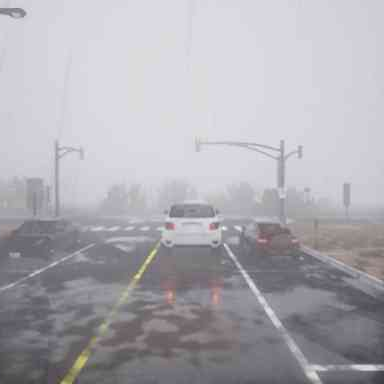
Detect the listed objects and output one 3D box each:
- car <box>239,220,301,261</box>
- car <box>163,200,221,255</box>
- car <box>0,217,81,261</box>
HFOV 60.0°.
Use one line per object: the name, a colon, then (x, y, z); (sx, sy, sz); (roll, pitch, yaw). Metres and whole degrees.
car: (2.810, 1.701, 12.564); (1.802, 1.307, 4.206); (-1, -1, 0)
car: (0.000, 1.349, 14.032); (2.150, 2.045, 5.566); (0, 0, 0)
car: (-5.700, 1.688, 12.877); (1.947, 1.339, 4.313); (-1, -1, 0)
